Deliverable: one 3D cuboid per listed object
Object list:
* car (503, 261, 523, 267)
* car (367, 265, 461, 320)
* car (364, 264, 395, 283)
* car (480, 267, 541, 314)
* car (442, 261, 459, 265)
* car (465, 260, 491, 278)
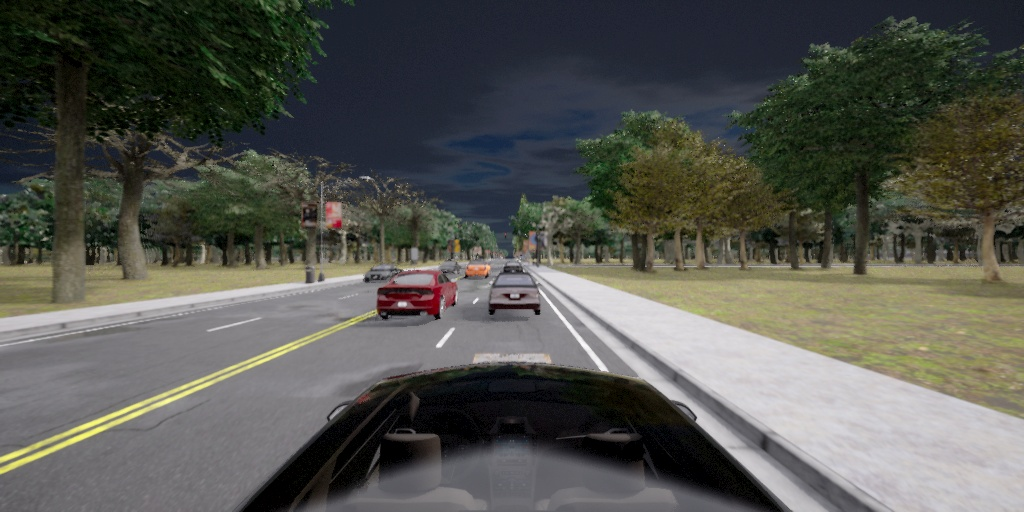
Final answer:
[{"bbox_3d":[0.112,1.253,35.675,1.882,1.535,5.008,0,0,0],"label":"car"},{"bbox_3d":[-3.139,1.236,12.773,1.882,1.535,5.008,0,0,0],"label":"car"},{"bbox_3d":[-9.841,1.334,27.802,1.994,1.385,4.181,0,0,0],"label":"car"},{"bbox_3d":[0.090,1.306,13.828,2.033,1.411,5.357,0,0,0],"label":"car"},{"bbox_3d":[-6.582,1.284,37.985,1.837,1.490,4.892,0,-1,0],"label":"car"},{"bbox_3d":[-3.138,1.126,33.835,2.097,1.767,4.553,0,0,0],"label":"car"}]
